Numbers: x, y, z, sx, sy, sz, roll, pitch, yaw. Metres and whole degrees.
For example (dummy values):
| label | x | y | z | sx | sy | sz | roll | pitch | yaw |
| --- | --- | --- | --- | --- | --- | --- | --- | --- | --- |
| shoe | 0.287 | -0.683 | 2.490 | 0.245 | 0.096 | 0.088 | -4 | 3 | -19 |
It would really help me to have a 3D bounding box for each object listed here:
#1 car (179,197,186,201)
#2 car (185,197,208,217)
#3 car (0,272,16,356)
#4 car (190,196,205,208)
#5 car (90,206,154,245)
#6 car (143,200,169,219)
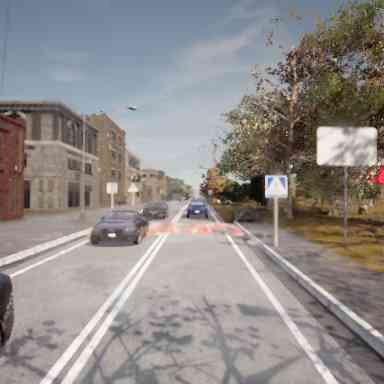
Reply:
| label | x | y | z | sx | sy | sz | roll | pitch | yaw |
| --- | --- | --- | --- | --- | --- | --- | --- | --- | --- |
| car | -2.070 | 1.695 | 78.119 | 1.812 | 1.442 | 4.674 | 0 | -1 | 1 |
| car | 0.477 | 1.470 | 30.117 | 1.812 | 1.442 | 4.674 | 0 | 0 | 1 |
| car | -3.329 | 1.470 | 2.413 | 1.882 | 1.535 | 5.008 | 0 | 0 | 1 |
| car | 0.764 | 1.420 | 49.101 | 2.128 | 1.511 | 4.902 | 0 | 0 | 1 |
| car | -3.168 | 1.549 | 15.261 | 1.994 | 1.385 | 4.181 | 0 | -1 | 1 |
| car | -2.980 | 1.446 | 28.240 | 1.837 | 1.490 | 4.892 | 0 | 0 | 1 |
